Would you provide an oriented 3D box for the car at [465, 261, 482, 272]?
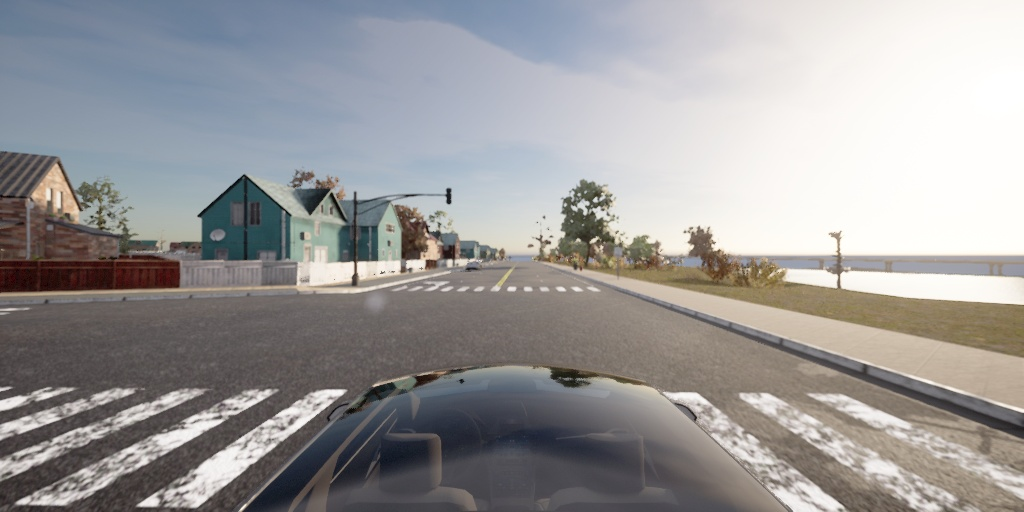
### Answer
[{"bbox_3d":[-5.153,1.416,48.933,2.033,1.411,5.357,0,0,2],"label":"car"}]
